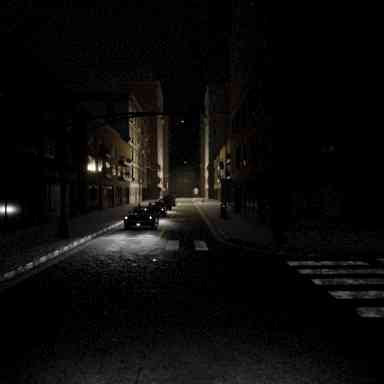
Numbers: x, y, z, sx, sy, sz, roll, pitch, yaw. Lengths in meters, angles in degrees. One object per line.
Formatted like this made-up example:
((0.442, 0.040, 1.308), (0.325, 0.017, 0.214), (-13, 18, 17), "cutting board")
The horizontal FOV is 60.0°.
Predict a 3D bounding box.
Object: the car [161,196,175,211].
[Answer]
((-3.444, 1.547, 40.178), (1.994, 1.385, 4.181), (0, 0, 0), "car")

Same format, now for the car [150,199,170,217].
((-3.324, 1.591, 30.905), (1.895, 1.301, 4.718), (0, 0, -1), "car")

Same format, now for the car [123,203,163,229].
((-3.185, 1.596, 21.733), (1.895, 1.301, 4.718), (0, 0, -1), "car")
